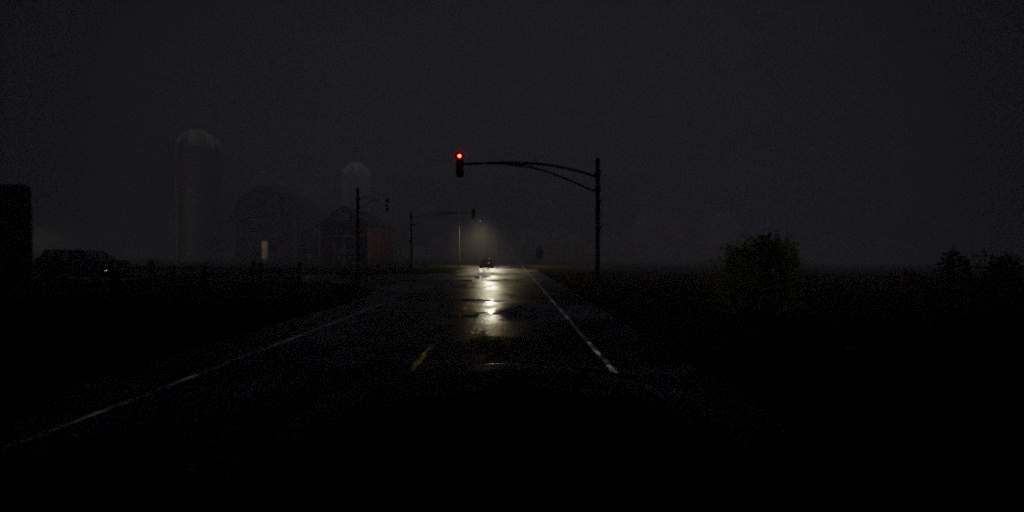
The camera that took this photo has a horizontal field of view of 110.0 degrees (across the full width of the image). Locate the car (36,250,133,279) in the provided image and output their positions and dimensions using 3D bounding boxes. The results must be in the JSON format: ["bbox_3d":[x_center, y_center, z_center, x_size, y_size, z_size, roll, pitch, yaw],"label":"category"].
[{"bbox_3d":[-32.091,0.579,27.007,5.566,2.045,2.150,1,1,0],"label":"car"}]

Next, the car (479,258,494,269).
[{"bbox_3d":[-3.501,1.080,50.342,1.812,1.442,4.674,0,2,0],"label":"car"}]
